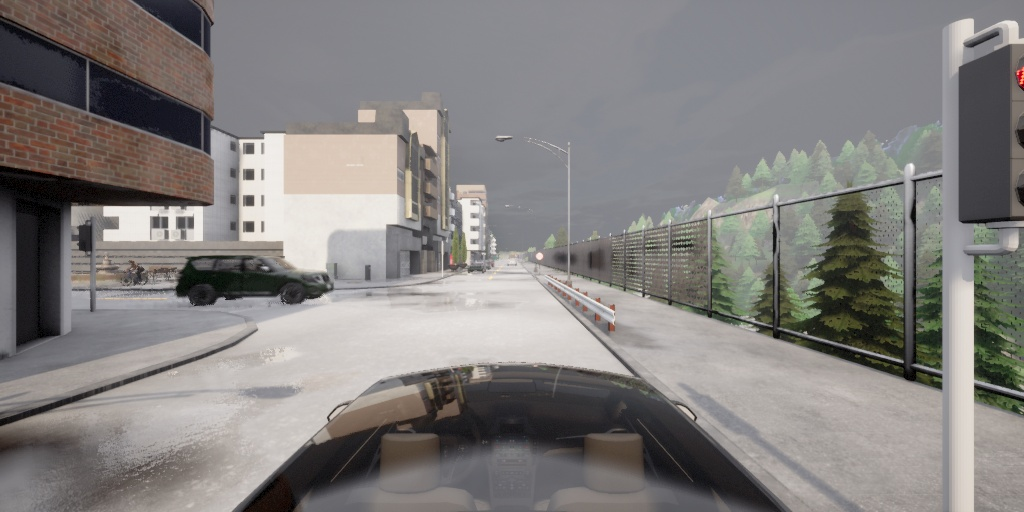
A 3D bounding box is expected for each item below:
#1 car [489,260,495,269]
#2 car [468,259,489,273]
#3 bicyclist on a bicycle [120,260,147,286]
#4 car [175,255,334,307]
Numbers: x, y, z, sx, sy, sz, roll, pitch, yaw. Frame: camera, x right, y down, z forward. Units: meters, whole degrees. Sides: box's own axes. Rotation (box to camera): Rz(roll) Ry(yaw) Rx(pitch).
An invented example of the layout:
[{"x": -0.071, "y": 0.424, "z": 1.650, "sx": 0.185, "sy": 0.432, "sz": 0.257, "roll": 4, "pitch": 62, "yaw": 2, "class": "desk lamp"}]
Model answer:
[{"x": -4.096, "y": 1.242, "z": 52.304, "sx": 2.128, "sy": 1.511, "sz": 4.902, "roll": 0, "pitch": 0, "yaw": 0, "class": "car"}, {"x": -4.101, "y": 1.351, "z": 42.408, "sx": 1.895, "sy": 1.301, "sz": 4.718, "roll": 0, "pitch": 0, "yaw": 0, "class": "car"}, {"x": -24.285, "y": 1.099, "z": 23.055, "sx": 0.582, "sy": 1.620, "sz": 1.656, "roll": 0, "pitch": 0, "yaw": 0, "class": "bicyclist on a bicycle"}, {"x": -10.670, "y": 0.974, "z": 15.125, "sx": 5.566, "sy": 2.045, "sz": 2.150, "roll": 0, "pitch": 1, "yaw": -7, "class": "car"}]
